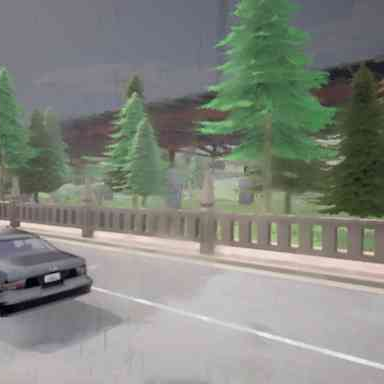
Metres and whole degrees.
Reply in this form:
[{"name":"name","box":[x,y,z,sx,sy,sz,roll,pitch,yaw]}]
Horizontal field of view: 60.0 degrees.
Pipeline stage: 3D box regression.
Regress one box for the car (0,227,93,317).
[{"name":"car","box":[-4.432,1.495,7.152,5.357,1.411,2.033,0,0,36]}]
